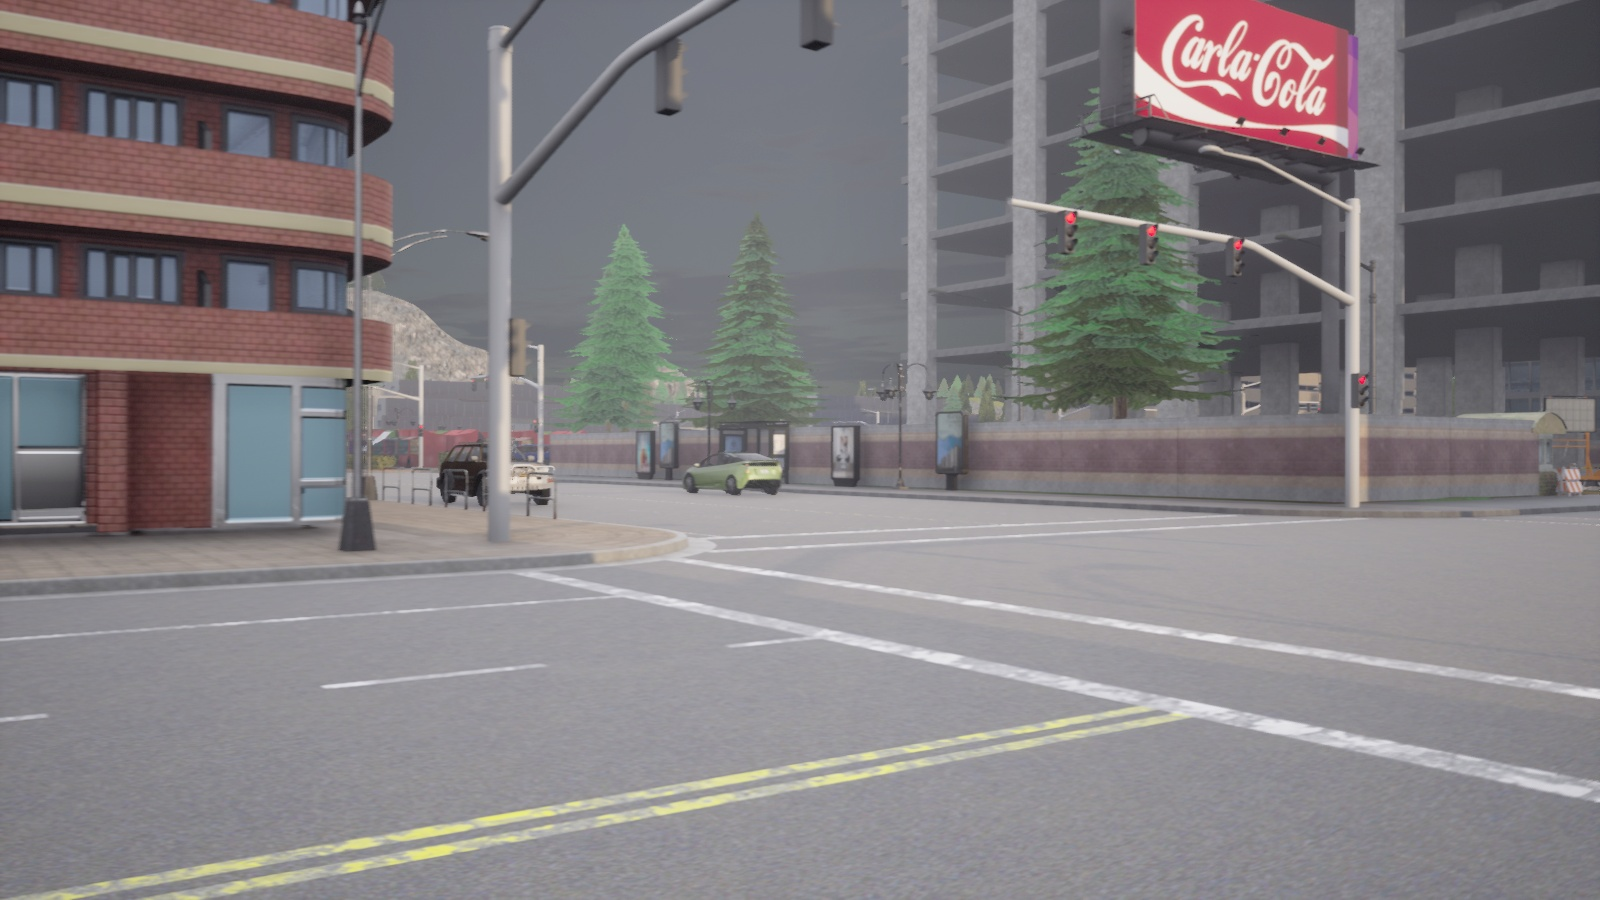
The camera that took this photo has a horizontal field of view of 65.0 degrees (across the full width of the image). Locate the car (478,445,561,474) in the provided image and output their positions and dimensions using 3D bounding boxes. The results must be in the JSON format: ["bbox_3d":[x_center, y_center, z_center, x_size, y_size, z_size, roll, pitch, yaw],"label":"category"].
[{"bbox_3d":[-20.419,0.676,91.541,5.566,2.045,2.150,0,0,-35],"label":"car"}]

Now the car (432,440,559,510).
[{"bbox_3d":[-8.700,0.667,35.596,1.932,1.855,4.605,0,0,-35],"label":"car"}]

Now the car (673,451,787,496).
[{"bbox_3d":[-2.561,0.808,45.114,2.007,1.525,4.514,0,0,-35],"label":"car"}]
